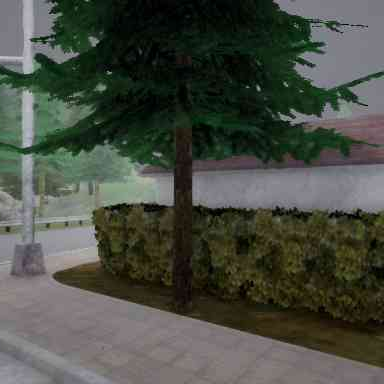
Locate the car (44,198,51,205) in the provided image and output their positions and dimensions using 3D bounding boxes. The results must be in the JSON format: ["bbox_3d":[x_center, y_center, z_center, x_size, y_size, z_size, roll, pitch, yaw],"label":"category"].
[{"bbox_3d":[-21.666,1.673,51.852,1.882,1.535,5.008,0,0,35],"label":"car"}]
